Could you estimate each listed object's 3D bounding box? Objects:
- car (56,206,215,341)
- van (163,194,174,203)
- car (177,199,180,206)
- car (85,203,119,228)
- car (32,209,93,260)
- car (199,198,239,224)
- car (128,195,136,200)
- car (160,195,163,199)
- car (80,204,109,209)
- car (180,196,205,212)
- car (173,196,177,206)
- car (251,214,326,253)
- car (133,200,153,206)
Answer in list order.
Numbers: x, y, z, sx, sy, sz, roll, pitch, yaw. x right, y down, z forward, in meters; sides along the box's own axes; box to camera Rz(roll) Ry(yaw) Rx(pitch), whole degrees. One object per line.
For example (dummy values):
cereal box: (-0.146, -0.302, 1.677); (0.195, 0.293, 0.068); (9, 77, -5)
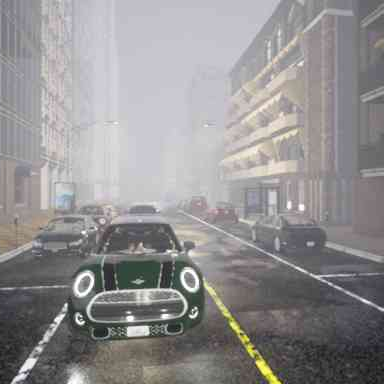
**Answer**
car: (-1.086, 1.353, 6.864); (2.097, 1.767, 4.553); (0, 0, -9)
van: (-4.640, 1.383, 69.465); (1.690, 1.788, 3.998); (0, 0, -9)
car: (-0.443, 1.599, 41.536); (1.802, 1.307, 4.206); (0, 0, -9)
car: (-6.186, 1.533, 23.365); (1.752, 1.417, 4.829); (0, 0, -9)
car: (-4.532, 1.553, 12.361); (2.008, 1.369, 4.403); (0, 0, -9)
car: (2.076, 1.448, 24.778); (1.967, 1.590, 4.097); (0, 0, -9)
car: (-16.285, 1.509, 90.564); (1.967, 1.590, 4.097); (0, 0, -9)
car: (-5.479, 1.615, 75.051); (1.947, 1.339, 4.313); (0, 0, -9)
car: (-5.373, 1.445, 17.948); (1.967, 1.590, 4.097); (0, 0, -9)
car: (0.397, 1.329, 35.950); (2.192, 1.841, 5.009); (0, 0, -9)
car: (-1.282, 1.602, 47.122); (1.802, 1.307, 4.206); (0, 0, -9)
car: (3.755, 1.554, 13.607); (2.008, 1.369, 4.403); (0, 0, -9)
car: (-2.887, 1.483, 19.532); (1.882, 1.535, 5.008); (0, 0, -9)
